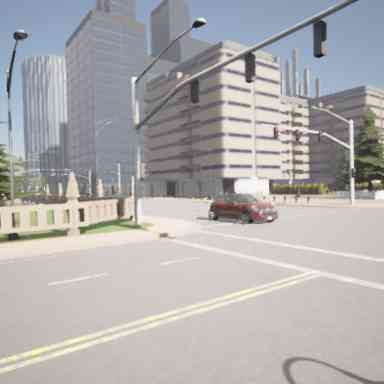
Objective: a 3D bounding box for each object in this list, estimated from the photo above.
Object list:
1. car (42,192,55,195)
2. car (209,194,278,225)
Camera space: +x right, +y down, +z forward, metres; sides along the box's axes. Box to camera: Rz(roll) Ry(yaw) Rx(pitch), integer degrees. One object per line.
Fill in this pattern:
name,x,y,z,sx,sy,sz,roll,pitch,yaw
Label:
car,-26.603,0.820,61.511,2.097,1.767,4.553,-2,1,-36
car,3.054,0.887,20.389,2.097,1.767,4.553,-2,1,-35
